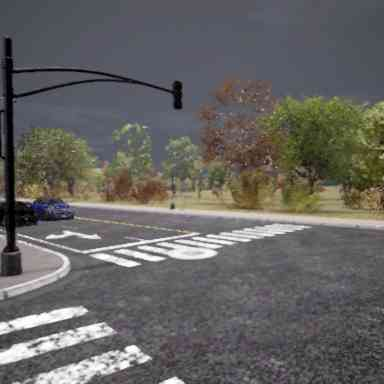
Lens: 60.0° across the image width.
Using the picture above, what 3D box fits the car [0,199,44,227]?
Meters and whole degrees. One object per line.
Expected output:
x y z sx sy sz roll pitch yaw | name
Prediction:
-12.271 1.416 22.810 1.882 1.535 5.008 -2 2 -45 | car

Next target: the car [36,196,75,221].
-11.045 1.216 26.184 2.097 1.767 4.553 -2 1 -45 | car
